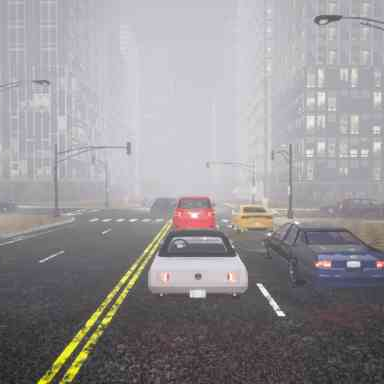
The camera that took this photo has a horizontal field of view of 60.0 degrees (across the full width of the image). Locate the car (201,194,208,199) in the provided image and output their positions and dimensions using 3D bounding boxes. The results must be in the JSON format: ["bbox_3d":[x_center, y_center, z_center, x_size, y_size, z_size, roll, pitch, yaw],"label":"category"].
[{"bbox_3d":[3.344,1.266,92.036,1.812,1.442,4.674,0,0,0],"label":"car"}]

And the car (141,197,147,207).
[{"bbox_3d":[-6.543,1.457,50.799,2.128,1.511,4.902,0,0,0],"label":"car"}]

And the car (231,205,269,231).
[{"bbox_3d":[3.374,1.468,19.230,1.882,1.535,5.008,0,0,1],"label":"car"}]

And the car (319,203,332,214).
[{"bbox_3d":[16.557,1.590,36.596,5.008,1.535,1.882,1,1,1],"label":"car"}]

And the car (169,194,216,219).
[{"bbox_3d":[0.119,1.212,18.143,2.150,2.045,5.566,0,0,0],"label":"car"}]

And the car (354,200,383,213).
[{"bbox_3d":[21.850,1.642,39.097,4.829,1.417,1.752,1,0,1],"label":"car"}]

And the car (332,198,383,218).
[{"bbox_3d":[16.233,1.518,30.816,5.009,1.841,2.192,1,0,1],"label":"car"}]

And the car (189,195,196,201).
[{"bbox_3d":[0.084,1.442,82.038,1.812,1.442,4.674,0,0,0],"label":"car"}]

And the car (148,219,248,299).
[{"bbox_3d":[0.110,1.597,8.384,1.895,1.301,4.718,0,0,0],"label":"car"}]

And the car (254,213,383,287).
[{"bbox_3d":[3.365,1.543,9.411,2.033,1.411,5.357,0,0,0],"label":"car"}]

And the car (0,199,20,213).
[{"bbox_3d":[-20.170,1.362,34.047,4.674,1.442,1.812,1,1,1],"label":"car"}]

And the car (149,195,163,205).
[{"bbox_3d":[-6.492,1.432,60.473,1.882,1.535,5.008,0,0,-1],"label":"car"}]

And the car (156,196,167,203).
[{"bbox_3d":[-6.428,1.494,70.373,1.994,1.385,4.181,0,0,0],"label":"car"}]

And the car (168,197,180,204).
[{"bbox_3d":[-3.257,1.554,61.193,1.895,1.301,4.718,0,0,0],"label":"car"}]

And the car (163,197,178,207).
[{"bbox_3d":[-3.287,1.529,51.233,1.994,1.385,4.181,0,0,0],"label":"car"}]

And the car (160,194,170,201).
[{"bbox_3d":[-6.419,1.283,80.673,2.097,1.767,4.553,0,0,0],"label":"car"}]

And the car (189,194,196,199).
[{"bbox_3d":[0.094,1.266,92.040,1.812,1.442,4.674,0,0,0],"label":"car"}]

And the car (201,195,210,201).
[{"bbox_3d":[3.334,1.457,81.619,2.033,1.411,5.357,0,0,0],"label":"car"}]

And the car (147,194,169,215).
[{"bbox_3d":[-1.883,1.353,33.702,4.553,1.767,2.097,1,1,1],"label":"car"}]

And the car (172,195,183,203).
[{"bbox_3d":[-3.178,1.465,71.581,2.128,1.511,4.902,0,0,0],"label":"car"}]
